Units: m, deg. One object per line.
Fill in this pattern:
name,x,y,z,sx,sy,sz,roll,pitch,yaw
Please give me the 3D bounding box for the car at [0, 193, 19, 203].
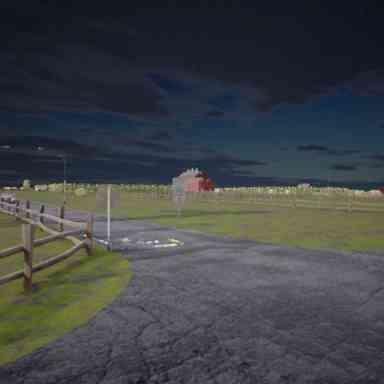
car,-25.015,0.869,45.498,2.128,1.511,4.902,1,0,-36
